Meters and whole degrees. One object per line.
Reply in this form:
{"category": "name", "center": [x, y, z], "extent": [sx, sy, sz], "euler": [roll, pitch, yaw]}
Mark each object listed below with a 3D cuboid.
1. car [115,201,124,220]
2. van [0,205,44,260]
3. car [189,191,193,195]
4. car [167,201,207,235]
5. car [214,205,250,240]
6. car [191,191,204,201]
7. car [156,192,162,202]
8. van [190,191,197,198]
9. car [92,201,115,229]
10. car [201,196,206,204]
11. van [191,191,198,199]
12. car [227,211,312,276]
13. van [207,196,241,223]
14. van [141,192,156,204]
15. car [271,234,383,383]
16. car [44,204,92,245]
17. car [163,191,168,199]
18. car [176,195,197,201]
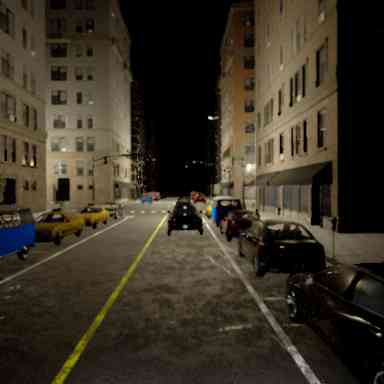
{"category": "car", "center": [-6.539, 1.427, 26.645], "extent": [2.008, 1.369, 4.403], "euler": [0, 0, -2]}
{"category": "van", "center": [-6.092, 1.322, 9.645], "extent": [1.690, 1.788, 3.998], "euler": [0, 0, -2]}
{"category": "car", "center": [0.970, 0.887, 65.238], "extent": [2.192, 1.841, 5.009], "euler": [0, 0, -2]}
{"category": "car", "center": [-0.367, 1.423, 18.025], "extent": [1.812, 1.442, 4.674], "euler": [0, 1, -1]}
{"category": "car", "center": [2.283, 1.479, 15.553], "extent": [1.802, 1.307, 4.206], "euler": [0, 0, -2]}
{"category": "car", "center": [1.266, 1.089, 54.072], "extent": [1.967, 1.590, 4.097], "euler": [0, 0, -2]}
{"category": "car", "center": [-7.552, 0.938, 64.998], "extent": [2.192, 1.841, 5.009], "euler": [0, 0, -2]}
{"category": "van", "center": [0.382, 0.741, 87.570], "extent": [1.690, 1.788, 3.998], "euler": [0, 0, -2]}
{"category": "car", "center": [-6.385, 1.439, 20.810], "extent": [1.752, 1.417, 4.829], "euler": [0, 0, -2]}
{"category": "car", "center": [1.978, 1.349, 27.058], "extent": [1.752, 1.417, 4.829], "euler": [0, 0, -2]}
{"category": "van", "center": [0.529, 0.786, 81.987], "extent": [1.690, 1.788, 3.998], "euler": [0, 0, -2]}
{"category": "car", "center": [2.432, 1.481, 9.884], "extent": [2.008, 1.369, 4.403], "euler": [0, 0, -2]}
{"category": "van", "center": [2.132, 1.203, 21.219], "extent": [1.690, 1.788, 3.998], "euler": [0, 0, -2]}
{"category": "van", "center": [-7.257, 1.041, 53.830], "extent": [1.690, 1.788, 3.998], "euler": [0, 0, -2]}
{"category": "car", "center": [2.581, 1.527, 4.218], "extent": [1.947, 1.339, 4.313], "euler": [0, 0, -2]}
{"category": "car", "center": [-6.235, 1.474, 15.143], "extent": [1.752, 1.417, 4.829], "euler": [0, 0, -2]}
{"category": "car", "center": [-8.139, 0.995, 87.336], "extent": [1.887, 1.381, 4.507], "euler": [0, 0, -2]}
{"category": "car", "center": [-0.810, 1.354, 34.881], "extent": [1.994, 1.385, 4.181], "euler": [0, 0, -1]}
